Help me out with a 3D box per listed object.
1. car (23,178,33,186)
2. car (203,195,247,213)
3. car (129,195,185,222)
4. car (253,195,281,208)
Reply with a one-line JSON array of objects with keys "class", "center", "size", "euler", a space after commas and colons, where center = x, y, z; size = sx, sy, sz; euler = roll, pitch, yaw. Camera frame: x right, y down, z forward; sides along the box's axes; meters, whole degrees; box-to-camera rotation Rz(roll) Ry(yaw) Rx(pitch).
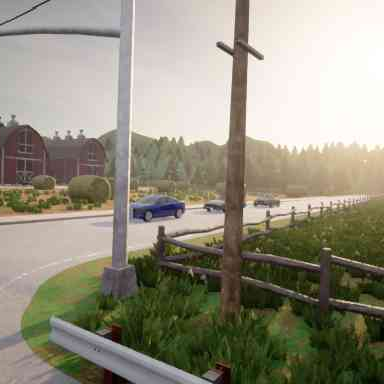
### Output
[{"class": "car", "center": [-38.905, -2.329, 79.375], "size": [1.905, 1.878, 3.866], "euler": [8, 2, -13]}, {"class": "car", "center": [3.064, 0.997, 29.461], "size": [2.033, 1.411, 5.357], "euler": [3, 2, 33]}, {"class": "car", "center": [-2.378, 0.943, 21.201], "size": [1.882, 1.535, 5.008], "euler": [3, 2, 33]}, {"class": "car", "center": [8.583, 0.997, 37.814], "size": [1.994, 1.385, 4.181], "euler": [3, 2, 33]}]
